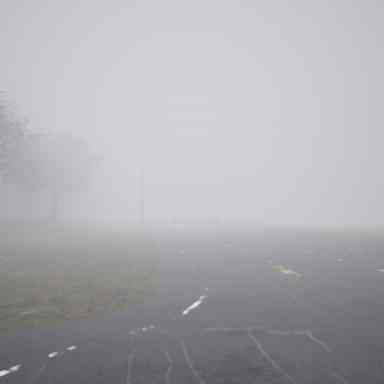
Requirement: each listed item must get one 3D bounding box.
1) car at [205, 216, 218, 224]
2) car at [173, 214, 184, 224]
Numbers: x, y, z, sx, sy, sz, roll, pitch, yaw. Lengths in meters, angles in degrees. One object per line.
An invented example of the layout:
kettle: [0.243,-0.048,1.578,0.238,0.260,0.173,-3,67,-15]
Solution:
car: [3.639,5.179,61.499,2.128,1.511,4.902,-1,-3,-6]
car: [-2.834,5.626,66.094,2.128,1.511,4.902,-1,-3,0]
